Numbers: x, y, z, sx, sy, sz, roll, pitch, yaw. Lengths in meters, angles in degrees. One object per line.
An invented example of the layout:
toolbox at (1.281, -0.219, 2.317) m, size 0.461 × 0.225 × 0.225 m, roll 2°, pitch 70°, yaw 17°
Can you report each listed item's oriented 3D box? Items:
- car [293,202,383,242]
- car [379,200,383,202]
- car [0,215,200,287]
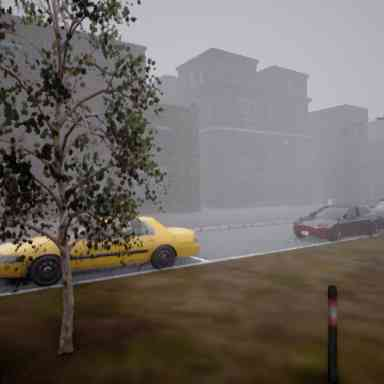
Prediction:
car at (6.817, 1.367, 15.477) m, size 4.792 × 1.488 × 2.163 m, roll 0°, pitch 1°, yaw -33°
car at (11.361, 1.172, 18.756) m, size 4.553 × 1.767 × 2.185 m, roll 0°, pitch 0°, yaw -33°
car at (-2.327, 1.323, 8.927) m, size 5.366 × 1.575 × 1.946 m, roll 1°, pitch 0°, yaw -33°
